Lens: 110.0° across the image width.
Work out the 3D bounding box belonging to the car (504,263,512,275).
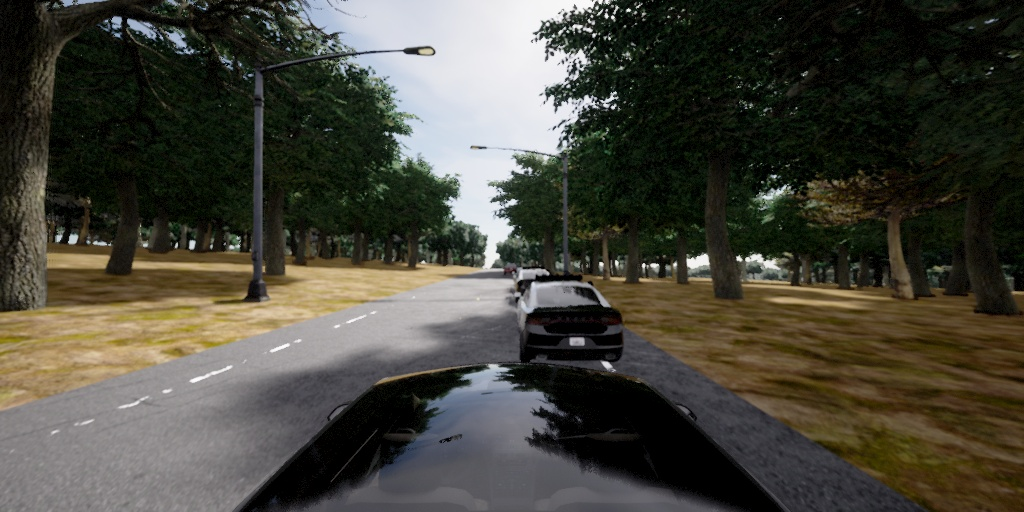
[{"bbox_3d":[-0.104,1.790,50.777,2.097,1.767,4.553,0,-1,0],"label":"car"}]

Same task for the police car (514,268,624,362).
[{"bbox_3d":[1.086,1.241,8.529,1.930,1.638,5.238,0,-1,0],"label":"police car"}]

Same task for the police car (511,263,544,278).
[{"bbox_3d":[1.081,1.349,18.542,1.930,1.638,5.238,-1,0,0],"label":"police car"}]
